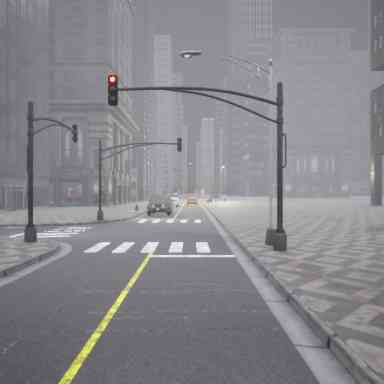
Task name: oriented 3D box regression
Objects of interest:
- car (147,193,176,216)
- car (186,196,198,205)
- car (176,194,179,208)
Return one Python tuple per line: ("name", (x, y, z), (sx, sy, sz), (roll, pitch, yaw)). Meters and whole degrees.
("car", (-3.091, 1.221, 32.962), (2.150, 2.045, 5.566), (0, 0, 0))
("car", (0.007, 1.489, 57.641), (1.882, 1.535, 5.008), (0, 0, 0))
("car", (-3.083, 1.229, 49.547), (2.150, 2.045, 5.566), (0, 0, 0))
